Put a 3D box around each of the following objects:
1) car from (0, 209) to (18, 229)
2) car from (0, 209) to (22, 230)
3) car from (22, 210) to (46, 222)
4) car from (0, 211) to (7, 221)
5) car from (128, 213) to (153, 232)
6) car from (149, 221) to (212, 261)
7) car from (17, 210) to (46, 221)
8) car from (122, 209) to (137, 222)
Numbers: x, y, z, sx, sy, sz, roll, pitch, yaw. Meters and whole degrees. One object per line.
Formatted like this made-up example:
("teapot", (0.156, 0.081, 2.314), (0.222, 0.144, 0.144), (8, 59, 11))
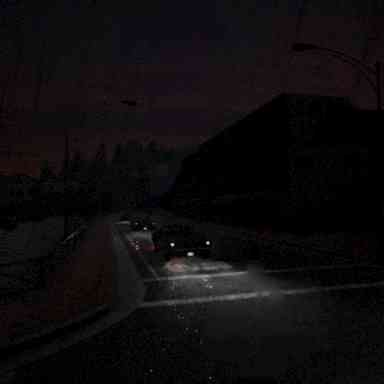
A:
("car", (-19.904, 2.704, 33.566), (3.866, 1.878, 1.905), (0, -2, -15))
("car", (-18.774, 2.602, 30.859), (4.605, 1.855, 1.932), (0, -2, -15))
("car", (-23.119, 3.317, 45.935), (5.027, 1.636, 2.152), (0, -2, -15))
("car", (-32.785, 3.912, 53.821), (4.514, 1.523, 2.007), (0, -2, -15))
("car", (-4.472, 2.854, 30.108), (1.895, 1.301, 4.718), (0, -2, -15))
("car", (-0.587, 2.205, 15.126), (1.895, 1.301, 4.718), (0, -2, -15))
("car", (-25.043, 3.665, 52.056), (3.806, 1.475, 1.970), (0, -2, -15))
("car", (-9.393, 3.660, 49.436), (1.994, 1.385, 4.181), (0, -2, -15))
